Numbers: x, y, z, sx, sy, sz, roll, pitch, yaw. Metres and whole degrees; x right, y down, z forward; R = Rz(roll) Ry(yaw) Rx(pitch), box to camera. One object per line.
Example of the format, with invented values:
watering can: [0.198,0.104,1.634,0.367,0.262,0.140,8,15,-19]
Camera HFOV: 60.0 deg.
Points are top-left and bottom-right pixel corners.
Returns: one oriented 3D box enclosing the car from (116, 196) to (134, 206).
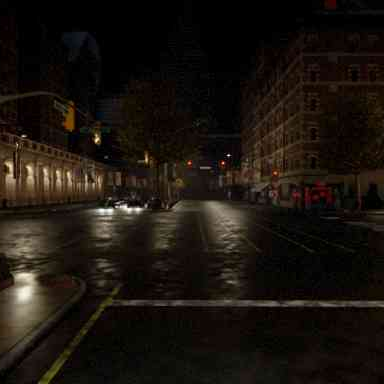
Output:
car: [-11.465,1.491,57.242,2.128,1.511,4.902,0,0,0]

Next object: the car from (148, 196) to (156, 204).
car: [-7.964,1.505,57.805,1.837,1.490,4.892,0,0,0]

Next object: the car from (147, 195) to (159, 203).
car: [-7.958,1.477,68.146,1.882,1.535,5.008,0,0,0]

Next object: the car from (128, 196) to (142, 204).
car: [-11.458,1.491,67.318,2.128,1.511,4.902,0,0,0]

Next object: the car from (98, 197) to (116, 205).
car: [-14.714,1.595,57.804,1.895,1.301,4.718,0,0,0]

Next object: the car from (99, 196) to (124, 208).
car: [-11.491,1.491,47.250,2.128,1.511,4.902,0,0,0]

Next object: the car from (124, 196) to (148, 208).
car: [-7.990,1.564,47.620,1.994,1.385,4.181,0,0,1]
